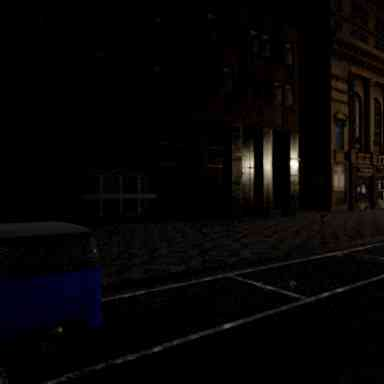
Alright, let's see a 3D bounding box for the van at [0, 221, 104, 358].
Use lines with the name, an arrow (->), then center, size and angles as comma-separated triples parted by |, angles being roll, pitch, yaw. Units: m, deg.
van -> -3.206, 1.342, 4.361 | 3.998, 1.788, 1.690 | 0, 0, -36
